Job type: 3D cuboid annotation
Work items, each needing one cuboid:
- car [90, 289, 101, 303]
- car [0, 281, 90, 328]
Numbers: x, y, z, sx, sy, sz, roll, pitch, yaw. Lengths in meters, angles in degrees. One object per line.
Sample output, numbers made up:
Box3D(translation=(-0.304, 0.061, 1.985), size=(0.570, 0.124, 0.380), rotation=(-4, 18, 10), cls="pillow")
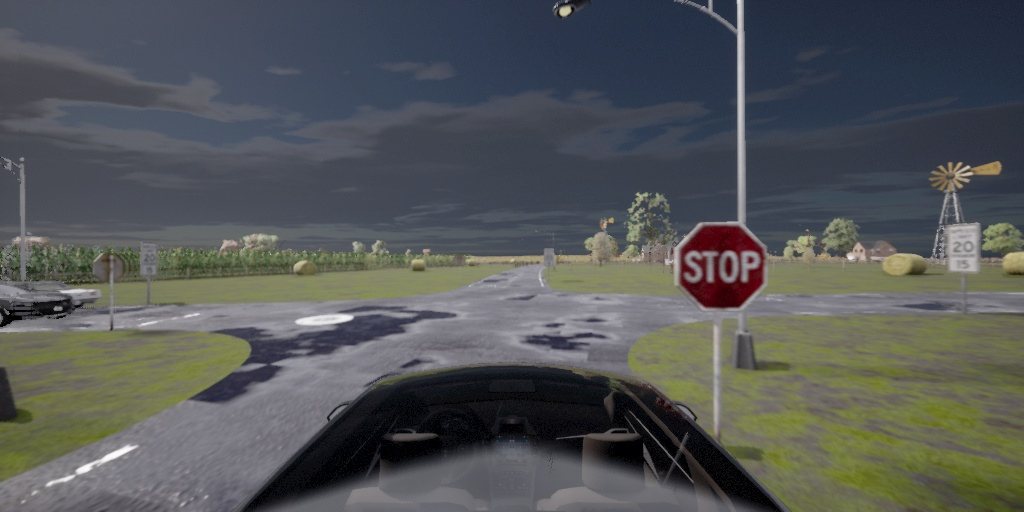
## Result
Box3D(translation=(-20.624, 1.725, 14.918), size=(4.718, 1.301, 1.895), rotation=(-1, 0, -7), cls="car")
Box3D(translation=(-18.177, 1.565, 12.133), size=(5.008, 1.535, 1.882), rotation=(0, 0, -6), cls="car")
